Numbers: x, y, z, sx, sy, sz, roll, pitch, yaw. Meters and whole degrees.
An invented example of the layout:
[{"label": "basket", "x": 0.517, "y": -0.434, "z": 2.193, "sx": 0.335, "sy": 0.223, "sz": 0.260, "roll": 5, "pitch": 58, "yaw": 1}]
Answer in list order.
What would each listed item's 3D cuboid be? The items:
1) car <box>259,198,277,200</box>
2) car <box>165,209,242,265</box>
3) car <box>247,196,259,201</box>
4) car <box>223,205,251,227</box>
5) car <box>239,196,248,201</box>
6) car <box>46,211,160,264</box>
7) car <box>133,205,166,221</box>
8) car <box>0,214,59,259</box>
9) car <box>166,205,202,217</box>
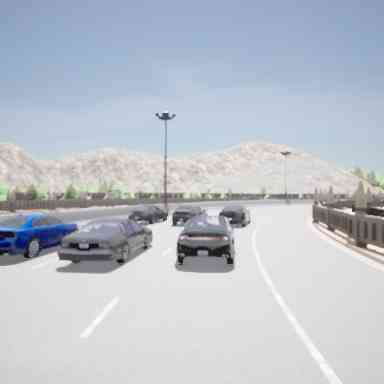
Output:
[{"label": "car", "x": 17.924, "y": 2.256, "z": 75.013, "sx": 4.902, "sy": 1.511, "sz": 2.128, "roll": 1, "pitch": -1, "yaw": -44}, {"label": "car", "x": 0.635, "y": 1.610, "z": 12.208, "sx": 2.128, "sy": 1.511, "sz": 4.902, "roll": 0, "pitch": 0, "yaw": 8}, {"label": "car", "x": 15.736, "y": 2.224, "z": 77.751, "sx": 5.008, "sy": 1.535, "sz": 1.882, "roll": 1, "pitch": -1, "yaw": -44}, {"label": "car", "x": 3.312, "y": 1.721, "z": 25.244, "sx": 1.882, "sy": 1.535, "sz": 5.008, "roll": 0, "pitch": 0, "yaw": 16}, {"label": "car", "x": 13.526, "y": 1.987, "z": 80.469, "sx": 5.566, "sy": 2.045, "sz": 2.150, "roll": 1, "pitch": -1, "yaw": -44}, {"label": "car", "x": -2.888, "y": 1.660, "z": 12.326, "sx": 2.033, "sy": 1.411, "sz": 5.357, "roll": 0, "pitch": -1, "yaw": 7}, {"label": "car", "x": -3.461, "y": 1.776, "z": 27.030, "sx": 1.812, "sy": 1.442, "sz": 4.674, "roll": 0, "pitch": 0, "yaw": 16}, {"label": "car", "x": -6.286, "y": 1.594, "z": 13.223, "sx": 1.882, "sy": 1.535, "sz": 5.008, "roll": 0, "pitch": 0, "yaw": 8}, {"label": "car", "x": -0.112, "y": 1.753, "z": 26.020, "sx": 1.837, "sy": 1.490, "sz": 4.892, "roll": 0, "pitch": 0, "yaw": 16}]
